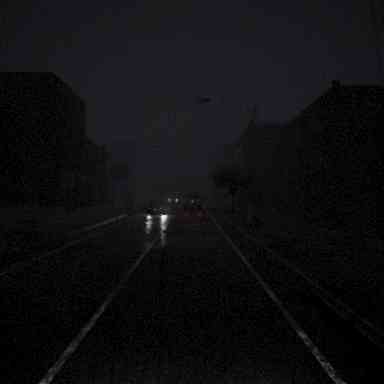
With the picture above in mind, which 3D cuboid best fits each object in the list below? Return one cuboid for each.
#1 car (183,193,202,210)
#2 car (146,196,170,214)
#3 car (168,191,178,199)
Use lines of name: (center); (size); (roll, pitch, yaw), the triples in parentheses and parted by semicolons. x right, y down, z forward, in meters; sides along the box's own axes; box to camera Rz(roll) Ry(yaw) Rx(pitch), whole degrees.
car: (0.067, 1.144, 42.842); (2.150, 2.045, 5.566); (0, 1, 0)
car: (-3.620, 1.496, 34.990); (1.837, 1.490, 4.892); (0, 0, 0)
car: (-4.390, 0.616, 76.145); (2.097, 1.767, 4.553); (0, 2, -8)
